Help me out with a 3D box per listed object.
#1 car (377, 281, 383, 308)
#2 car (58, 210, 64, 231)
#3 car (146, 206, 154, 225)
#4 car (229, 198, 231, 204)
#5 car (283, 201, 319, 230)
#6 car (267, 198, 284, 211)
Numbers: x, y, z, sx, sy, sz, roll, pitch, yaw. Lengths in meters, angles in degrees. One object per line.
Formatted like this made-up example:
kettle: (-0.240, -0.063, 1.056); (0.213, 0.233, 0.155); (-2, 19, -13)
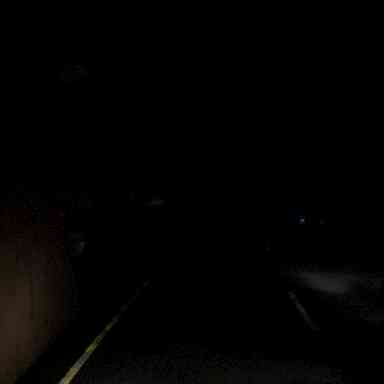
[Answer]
car: (3.795, 1.613, 3.173); (1.895, 1.301, 4.718); (0, 0, 3)
car: (-8.604, 1.333, 17.060); (2.097, 1.767, 4.553); (0, 0, 12)
car: (-4.053, 1.473, 21.460); (1.882, 1.535, 5.008); (0, 0, 15)
car: (5.338, 1.524, 56.629); (2.128, 1.511, 4.902); (0, 0, 22)
car: (7.083, 1.505, 21.630); (1.882, 1.535, 5.008); (0, 0, 16)
car: (10.485, 1.521, 40.794); (1.882, 1.535, 5.008); (0, 0, 22)
